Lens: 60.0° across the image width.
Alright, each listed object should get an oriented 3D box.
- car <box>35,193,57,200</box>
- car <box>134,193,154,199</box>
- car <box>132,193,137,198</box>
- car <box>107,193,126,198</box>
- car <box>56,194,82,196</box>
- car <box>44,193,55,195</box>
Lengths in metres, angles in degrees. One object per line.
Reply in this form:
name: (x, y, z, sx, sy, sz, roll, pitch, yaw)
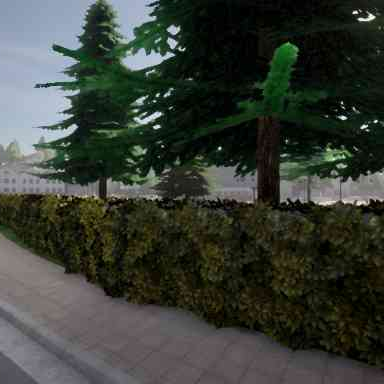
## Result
car: (-36.273, 1.097, 82.782, 4.605, 1.855, 1.932, 0, 0, -36)
car: (-7.908, 1.384, 60.724, 3.806, 1.475, 1.970, 0, 0, -36)
car: (-10.838, 1.097, 77.812, 4.605, 1.855, 1.932, 0, 0, -36)
car: (-20.307, 1.154, 90.342, 5.027, 1.636, 2.152, 0, 0, -36)
car: (-23.826, 1.320, 64.084, 3.633, 1.501, 1.845, 0, 0, -36)
car: (-29.605, 1.298, 72.236, 4.514, 1.523, 2.007, 0, 0, -36)
